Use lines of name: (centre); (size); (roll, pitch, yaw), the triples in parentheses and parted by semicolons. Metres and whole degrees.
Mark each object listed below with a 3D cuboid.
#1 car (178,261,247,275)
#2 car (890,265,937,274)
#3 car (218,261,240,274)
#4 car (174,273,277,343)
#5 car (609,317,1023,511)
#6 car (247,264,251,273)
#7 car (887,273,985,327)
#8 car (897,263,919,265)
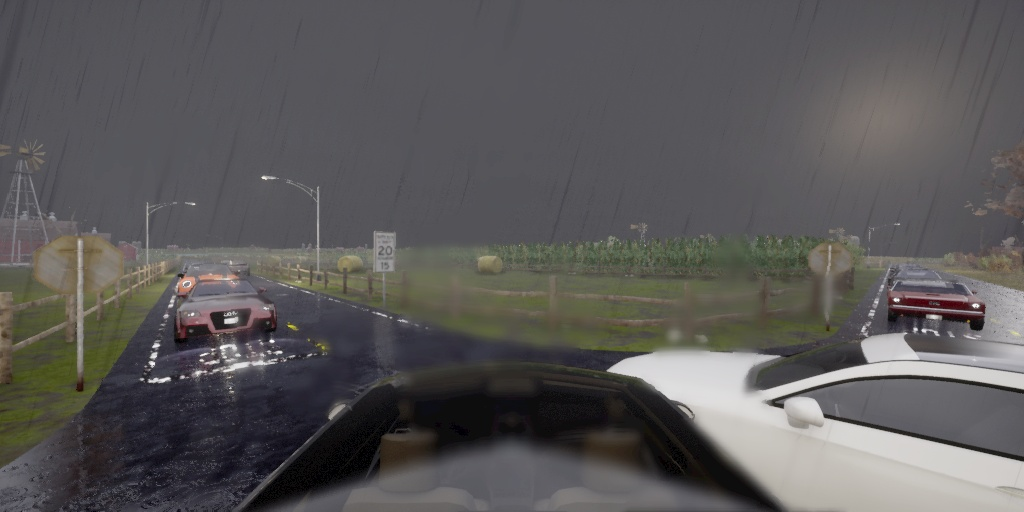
car: (-13.816, 1.143, 16.413); (2.097, 1.767, 4.553); (0, 0, -42)
car: (20.485, 1.369, 18.182); (5.357, 1.411, 2.033); (0, 1, -43)
car: (-33.969, 1.313, 42.975); (1.837, 1.490, 4.892); (0, 0, -42)
car: (-8.000, 1.356, 9.965); (1.994, 1.385, 4.181); (0, 0, -43)
car: (2.827, 1.294, 2.446); (1.812, 1.442, 4.674); (0, 1, -44)
car: (-27.201, 1.290, 35.559); (2.128, 1.511, 4.902); (0, 0, -42)
car: (13.449, 1.402, 11.574); (4.718, 1.301, 1.895); (0, 1, -43)
car: (27.201, 1.409, 24.479); (4.181, 1.385, 1.994); (0, 1, -43)
